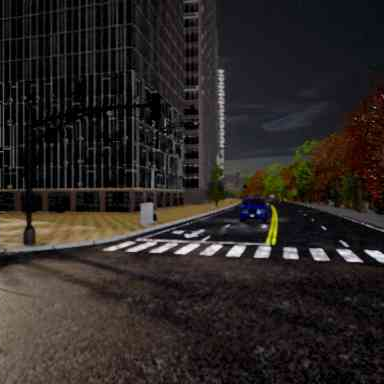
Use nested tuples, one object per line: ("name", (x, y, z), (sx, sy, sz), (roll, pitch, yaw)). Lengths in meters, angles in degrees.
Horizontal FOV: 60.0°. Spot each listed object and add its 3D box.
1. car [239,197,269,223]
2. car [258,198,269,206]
("car", (5.295, 1.473, 28.135), (2.150, 2.045, 5.566), (0, 0, 14))
("car", (13.650, 1.866, 63.501), (2.128, 1.511, 4.902), (0, -1, 12))
